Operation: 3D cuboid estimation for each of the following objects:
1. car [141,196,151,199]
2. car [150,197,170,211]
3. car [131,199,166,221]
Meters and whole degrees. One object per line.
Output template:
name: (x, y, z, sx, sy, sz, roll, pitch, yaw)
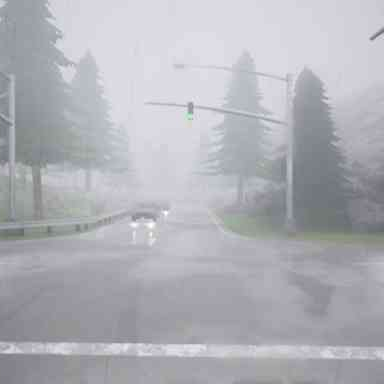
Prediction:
car: (-7.592, 1.399, 56.320, 1.882, 1.535, 5.008, 0, 0, -40)
car: (-3.643, 1.507, 40.000, 1.994, 1.385, 4.181, 0, 0, -1)
car: (-3.593, 1.510, 26.889, 2.033, 1.411, 5.357, 0, 0, 0)
